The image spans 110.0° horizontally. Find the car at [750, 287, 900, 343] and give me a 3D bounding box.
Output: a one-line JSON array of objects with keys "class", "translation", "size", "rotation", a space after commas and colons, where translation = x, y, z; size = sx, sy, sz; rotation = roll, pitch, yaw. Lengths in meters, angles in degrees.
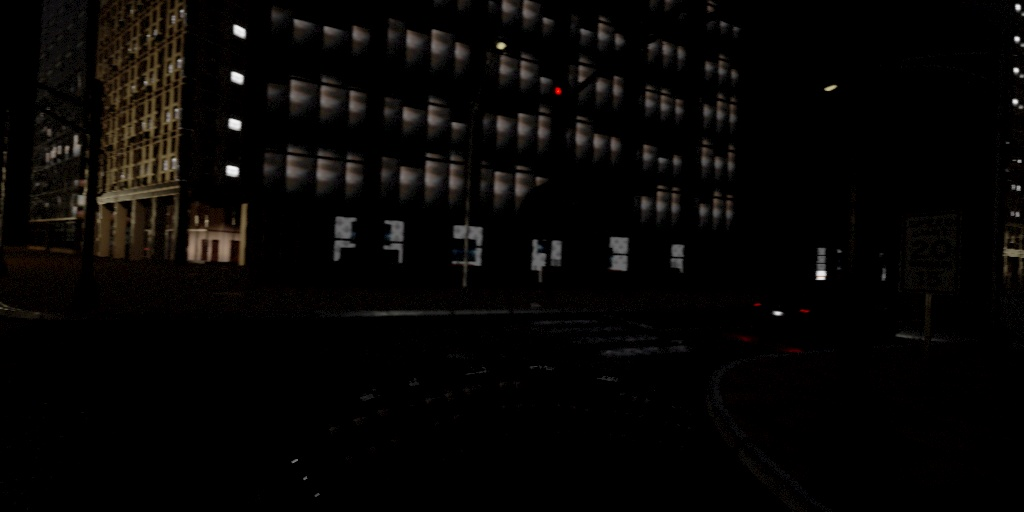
[{"class": "car", "translation": [9.347, 1.662, 10.753], "size": [4.181, 1.385, 1.994], "rotation": [2, -1, -20]}]
